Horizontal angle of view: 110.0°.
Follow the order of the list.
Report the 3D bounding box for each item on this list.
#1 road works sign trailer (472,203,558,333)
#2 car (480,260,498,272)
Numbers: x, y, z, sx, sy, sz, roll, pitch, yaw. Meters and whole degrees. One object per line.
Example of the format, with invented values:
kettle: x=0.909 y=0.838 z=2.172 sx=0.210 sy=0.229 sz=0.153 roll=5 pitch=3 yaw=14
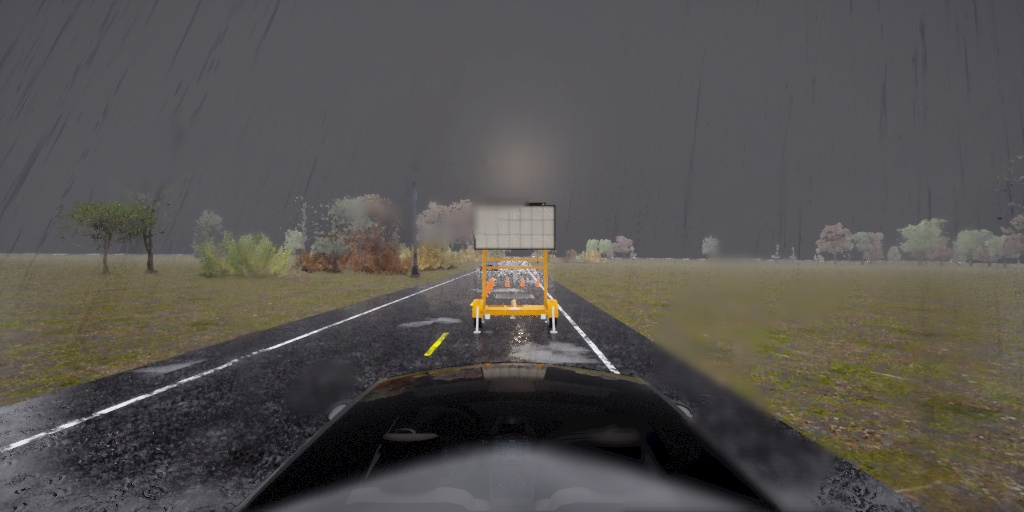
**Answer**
road works sign trailer: x=0.084 y=0.218 z=10.737 sx=2.380 sy=3.560 sz=2.880 roll=0 pitch=0 yaw=0
car: x=-2.980 y=1.129 z=47.259 sx=2.097 sy=1.767 sz=4.553 roll=0 pitch=0 yaw=1
